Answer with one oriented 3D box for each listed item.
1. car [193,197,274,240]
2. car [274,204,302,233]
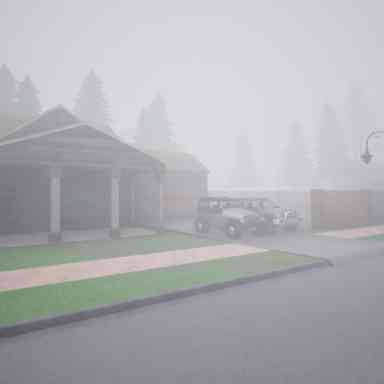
[{"bbox_3d":[1.715,1.176,16.118,1.905,1.878,3.866,0,0,-36],"label":"car"},{"bbox_3d":[3.525,1.174,17.906,1.932,1.855,4.605,0,0,-36],"label":"car"}]
